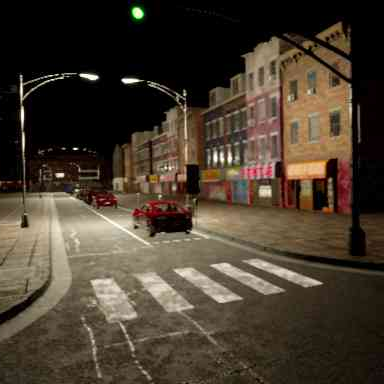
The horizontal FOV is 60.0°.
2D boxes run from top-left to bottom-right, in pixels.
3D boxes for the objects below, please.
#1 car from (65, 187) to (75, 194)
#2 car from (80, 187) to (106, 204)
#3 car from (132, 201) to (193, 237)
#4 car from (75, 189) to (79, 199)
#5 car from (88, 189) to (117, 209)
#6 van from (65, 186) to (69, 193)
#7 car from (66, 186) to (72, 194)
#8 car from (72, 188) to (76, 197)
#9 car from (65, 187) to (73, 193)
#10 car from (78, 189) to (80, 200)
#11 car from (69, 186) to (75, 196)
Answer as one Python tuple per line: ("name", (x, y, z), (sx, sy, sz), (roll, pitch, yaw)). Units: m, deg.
("car", (-29.238, -0.434, 79.767), (1.967, 1.590, 4.097), (-2, 2, -23))
("car", (-10.008, 0.390, 34.772), (2.192, 1.841, 5.009), (-1, 2, -23))
("car", (-1.457, 1.077, 14.785), (1.887, 1.381, 4.507), (-1, 2, -23))
("car", (-14.278, 0.437, 44.777), (1.802, 1.307, 4.206), (-1, 2, -23))
("car", (-7.868, 0.732, 29.780), (1.887, 1.381, 4.507), (-1, 2, -23))
("van", (-27.103, -0.433, 74.765), (1.690, 1.788, 3.998), (-2, 2, -23))
("car", (-22.826, -0.003, 64.773), (1.947, 1.339, 4.313), (-2, 2, -23))
("car", (-16.415, 0.329, 49.776), (1.802, 1.307, 4.206), (-1, 2, -23))
("car", (-31.440, -0.452, 84.925), (1.752, 1.417, 4.829), (-2, 2, -23))
("car", (-12.142, 0.546, 39.779), (1.802, 1.307, 4.206), (-1, 2, -23))
("car", (-18.553, 0.191, 54.774), (2.008, 1.369, 4.403), (-1, 2, -23))
